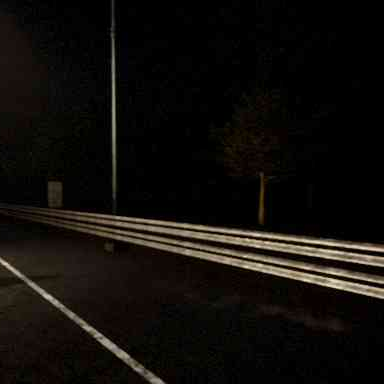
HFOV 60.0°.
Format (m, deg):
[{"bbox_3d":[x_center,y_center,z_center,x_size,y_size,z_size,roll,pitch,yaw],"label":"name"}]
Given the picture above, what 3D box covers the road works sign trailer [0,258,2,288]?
[{"bbox_3d":[-6.319,0.528,8.338,2.380,3.560,2.880,0,0,-39],"label":"road works sign trailer"}]
